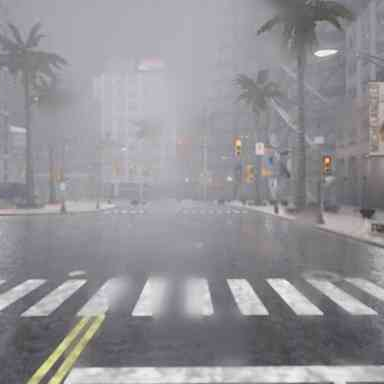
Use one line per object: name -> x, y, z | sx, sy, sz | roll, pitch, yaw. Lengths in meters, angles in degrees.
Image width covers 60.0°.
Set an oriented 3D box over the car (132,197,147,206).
car -> -9.146, 1.574, 57.480 | 2.128, 1.511, 4.902 | 1, 0, -21
